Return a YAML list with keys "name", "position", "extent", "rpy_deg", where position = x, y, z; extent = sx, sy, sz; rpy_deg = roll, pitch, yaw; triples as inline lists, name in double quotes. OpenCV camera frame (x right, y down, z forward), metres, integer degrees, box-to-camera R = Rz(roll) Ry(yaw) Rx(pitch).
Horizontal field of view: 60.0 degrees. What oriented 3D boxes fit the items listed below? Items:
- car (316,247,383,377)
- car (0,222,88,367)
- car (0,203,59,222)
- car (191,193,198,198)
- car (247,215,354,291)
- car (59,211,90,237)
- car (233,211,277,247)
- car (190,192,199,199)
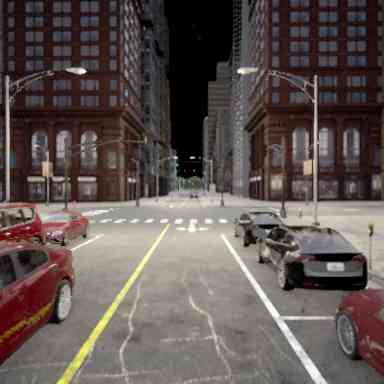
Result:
- name: "car"
  position: [2.856, 1.561, 3.055]
  extent: [1.802, 1.307, 4.206]
  rpy_deg: [0, 0, 0]
- name: "car"
  position: [-3.094, 1.449, 4.207]
  extent: [1.882, 1.535, 5.008]
  rpy_deg: [0, 0, 0]
- name: "car"
  position: [-5.670, 1.258, 8.696]
  extent: [2.192, 1.841, 5.009]
  rpy_deg: [0, 0, 0]
- name: "car"
  position: [0.700, 0.934, 92.508]
  extent: [1.895, 1.301, 4.718]
  rpy_deg: [0, 0, 1]
- name: "car"
  position: [2.856, 1.509, 8.694]
  extent: [1.947, 1.339, 4.313]
  rpy_deg: [0, 0, 0]
- name: "car"
  position: [-5.669, 1.491, 14.337]
  extent: [1.802, 1.307, 4.206]
  rpy_deg: [0, 0, 0]
- name: "car"
  position: [2.856, 1.475, 14.335]
  extent: [1.947, 1.339, 4.313]
  rpy_deg: [0, 0, 0]
- name: "car"
  position: [0.537, 0.906, 82.443]
  extent: [2.097, 1.767, 4.553]
  rpy_deg: [0, 0, 1]
